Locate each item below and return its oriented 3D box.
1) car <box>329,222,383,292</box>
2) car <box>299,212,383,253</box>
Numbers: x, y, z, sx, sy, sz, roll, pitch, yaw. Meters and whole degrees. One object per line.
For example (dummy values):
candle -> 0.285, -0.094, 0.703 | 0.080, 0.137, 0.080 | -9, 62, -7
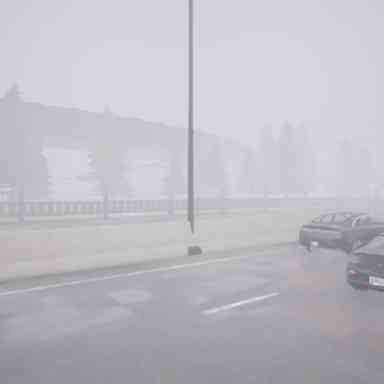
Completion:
car -> 5.405, 1.528, 7.664 | 4.674, 1.442, 1.812 | 0, 0, -35
car -> 6.033, 1.495, 12.382 | 4.902, 1.511, 2.128 | 0, 0, -35
